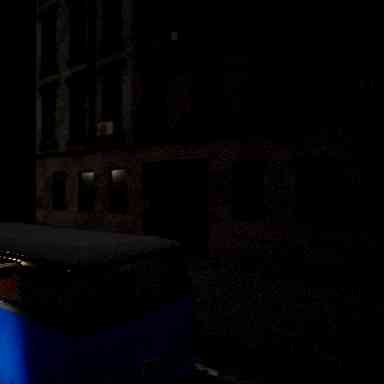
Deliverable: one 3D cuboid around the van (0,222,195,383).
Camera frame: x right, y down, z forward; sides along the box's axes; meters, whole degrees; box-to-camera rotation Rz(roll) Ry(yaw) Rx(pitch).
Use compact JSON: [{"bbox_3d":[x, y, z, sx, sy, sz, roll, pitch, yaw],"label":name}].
[{"bbox_3d":[-1.878,1.340,4.148,3.998,1.788,1.690,0,0,35],"label":"van"}]
